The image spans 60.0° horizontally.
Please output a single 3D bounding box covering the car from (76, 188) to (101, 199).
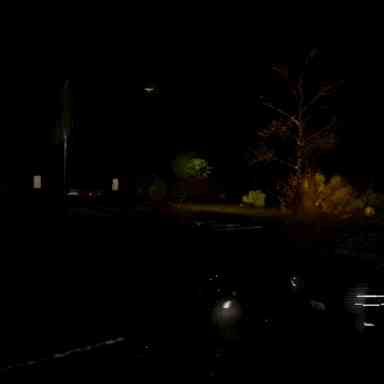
[{"bbox_3d":[-15.136,0.282,49.131,1.895,1.301,4.718,1,1,-35],"label":"car"}]

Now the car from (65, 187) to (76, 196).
[{"bbox_3d":[-20.839,-0.107,57.312,2.128,1.511,4.902,1,1,-35],"label":"car"}]

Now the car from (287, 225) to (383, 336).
[{"bbox_3d":[3.996,1.432,6.571,5.008,1.535,1.882,-2,2,-35],"label":"car"}]
